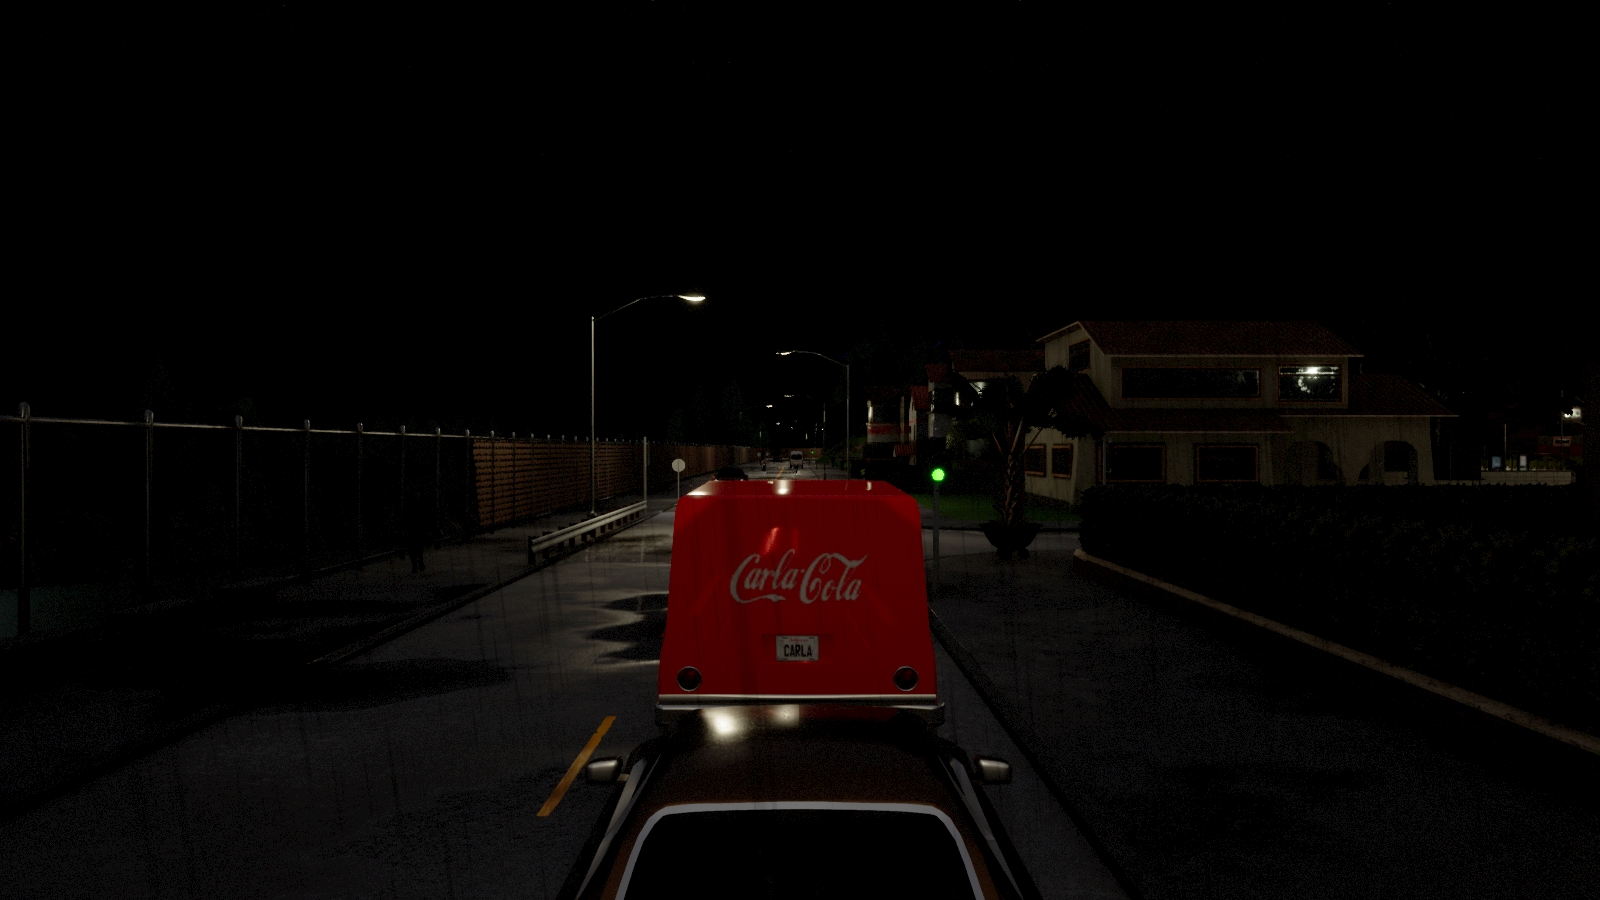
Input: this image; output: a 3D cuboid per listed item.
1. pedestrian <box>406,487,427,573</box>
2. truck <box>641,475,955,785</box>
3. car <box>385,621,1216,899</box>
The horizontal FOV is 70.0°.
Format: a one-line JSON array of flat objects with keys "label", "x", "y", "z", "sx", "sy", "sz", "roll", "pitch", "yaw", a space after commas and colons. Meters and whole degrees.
[{"label": "pedestrian", "x": -8.364, "y": 1.735, "z": 24.919, "sx": 0.375, "sy": 1.860, "sz": 0.375, "roll": 0, "pitch": 0, "yaw": -9}, {"label": "truck", "x": -0.025, "y": 1.564, "z": 12.164, "sx": 2.627, "sy": 2.467, "sz": 5.204, "roll": 0, "pitch": 0, "yaw": 0}, {"label": "car", "x": -0.006, "y": 1.989, "z": 5.238, "sx": 2.152, "sy": 1.651, "sz": 5.027, "roll": 0, "pitch": 0, "yaw": 0}]
